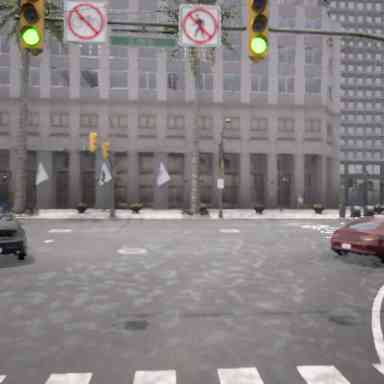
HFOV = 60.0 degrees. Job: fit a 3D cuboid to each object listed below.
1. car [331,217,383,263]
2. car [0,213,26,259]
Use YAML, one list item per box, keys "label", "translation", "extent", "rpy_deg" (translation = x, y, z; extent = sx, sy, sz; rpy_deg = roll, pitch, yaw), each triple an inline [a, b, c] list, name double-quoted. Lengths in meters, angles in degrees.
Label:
- label: "car"
  translation: [6.999, 1.621, 12.093]
  extent: [4.674, 1.442, 1.812]
  rpy_deg: [1, -1, -32]
- label: "car"
  translation: [-7.233, 1.510, 12.005]
  extent: [1.837, 1.490, 4.892]
  rpy_deg: [2, -1, -34]
